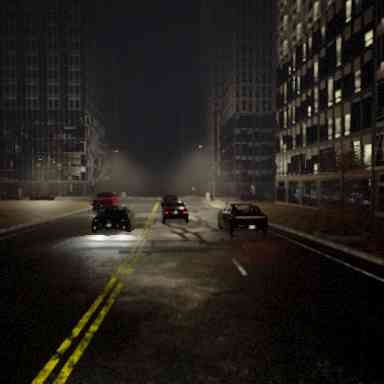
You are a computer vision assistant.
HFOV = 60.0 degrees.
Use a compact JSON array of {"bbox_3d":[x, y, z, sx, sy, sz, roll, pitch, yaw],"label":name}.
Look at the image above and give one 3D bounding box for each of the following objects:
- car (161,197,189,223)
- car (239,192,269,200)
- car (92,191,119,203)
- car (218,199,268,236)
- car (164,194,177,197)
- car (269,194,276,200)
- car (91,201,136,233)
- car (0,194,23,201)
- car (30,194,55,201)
[{"bbox_3d":[-1.243,1.353,23.887,2.033,1.411,5.357,0,0,-5],"label":"car"},{"bbox_3d":[11.470,0.954,63.760,5.009,1.841,2.192,0,1,-4],"label":"car"},{"bbox_3d":[-8.888,0.956,34.638,2.150,2.045,5.566,0,0,-5],"label":"car"},{"bbox_3d":[2.527,1.342,17.369,2.128,1.511,4.902,0,0,-4],"label":"car"},{"bbox_3d":[-2.615,1.023,39.795,2.097,1.767,4.553,0,1,-5],"label":"car"},{"bbox_3d":[16.343,0.991,72.501,4.829,1.417,1.752,0,1,-4],"label":"car"},{"bbox_3d":[-4.240,1.423,18.411,1.994,1.385,4.181,0,0,-5],"label":"car"},{"bbox_3d":[-33.032,0.964,60.568,4.206,1.307,1.802,0,1,-4],"label":"car"},{"bbox_3d":[-27.357,0.982,60.926,4.313,1.339,1.947,0,1,-4],"label":"car"}]
